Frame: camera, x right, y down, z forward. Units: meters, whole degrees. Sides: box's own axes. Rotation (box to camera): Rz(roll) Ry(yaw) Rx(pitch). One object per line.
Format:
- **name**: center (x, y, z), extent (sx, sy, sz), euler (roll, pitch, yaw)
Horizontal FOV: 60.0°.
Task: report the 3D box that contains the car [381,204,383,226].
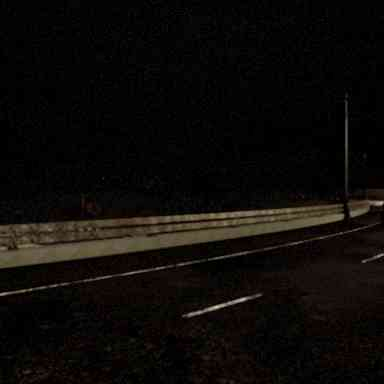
- **car**: center (14.218, 1.211, 22.144), extent (2.150, 2.045, 5.566), euler (0, 0, 41)
